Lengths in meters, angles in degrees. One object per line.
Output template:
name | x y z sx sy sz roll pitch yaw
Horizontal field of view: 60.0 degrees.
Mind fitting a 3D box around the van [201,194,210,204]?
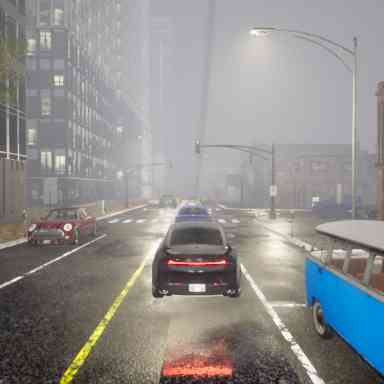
van | 2.594 1.325 64.278 1.690 1.788 3.998 -1 0 0

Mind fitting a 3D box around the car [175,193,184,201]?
car | -3.104 1.198 83.763 2.150 2.045 5.566 0 0 0

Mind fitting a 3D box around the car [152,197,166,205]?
car | -5.742 1.551 58.677 1.947 1.339 4.313 -1 0 0

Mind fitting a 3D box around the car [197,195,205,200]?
car | 2.563 1.531 92.498 2.008 1.369 4.403 -1 0 0

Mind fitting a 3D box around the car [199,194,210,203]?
car | 2.587 1.298 69.921 2.192 1.841 5.009 -1 0 0

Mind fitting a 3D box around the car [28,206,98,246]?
car | -5.723 1.436 15.086 1.967 1.590 4.097 -1 0 0

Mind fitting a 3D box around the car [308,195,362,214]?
car | 15.504 1.349 35.776 5.566 2.045 2.150 1 1 1

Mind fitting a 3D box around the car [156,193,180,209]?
car | -3.165 1.211 44.759 2.150 2.045 5.566 0 0 0

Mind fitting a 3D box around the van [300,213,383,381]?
van | 2.669 1.340 4.013 1.690 1.788 3.998 -1 0 0

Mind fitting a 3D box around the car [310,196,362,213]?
car | 16.478 1.411 38.362 5.009 1.841 2.192 1 0 1

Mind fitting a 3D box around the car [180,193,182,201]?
car | -3.155 1.463 57.935 1.882 1.535 5.008 0 1 0

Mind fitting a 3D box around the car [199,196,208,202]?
car | 2.584 1.564 75.565 1.802 1.307 4.206 -1 0 0

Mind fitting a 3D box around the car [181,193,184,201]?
car | -3.087 1.485 69.414 2.128 1.511 4.902 0 0 0

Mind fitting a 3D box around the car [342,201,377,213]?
car | 16.379 1.793 29.985 4.313 1.339 1.947 1 0 1

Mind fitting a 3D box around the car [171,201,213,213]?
car | 0.069 1.472 17.982 1.882 1.535 5.008 0 0 0

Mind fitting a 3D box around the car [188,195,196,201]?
car | -0.100 1.480 79.560 1.837 1.490 4.892 0 0 0

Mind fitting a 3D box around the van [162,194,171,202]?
van | -5.767 1.323 75.610 1.690 1.788 3.998 -1 0 0

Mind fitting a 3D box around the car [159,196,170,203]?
car | -5.756 1.549 69.966 1.947 1.339 4.313 -1 0 0

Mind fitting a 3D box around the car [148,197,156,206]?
car | -5.906 1.512 52.864 1.752 1.417 4.829 -1 0 0

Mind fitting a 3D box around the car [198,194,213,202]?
car | 2.603 1.425 58.633 1.967 1.590 4.097 -1 0 0

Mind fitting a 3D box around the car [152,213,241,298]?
car | 0.087 1.502 8.495 1.837 1.490 4.892 0 0 0
